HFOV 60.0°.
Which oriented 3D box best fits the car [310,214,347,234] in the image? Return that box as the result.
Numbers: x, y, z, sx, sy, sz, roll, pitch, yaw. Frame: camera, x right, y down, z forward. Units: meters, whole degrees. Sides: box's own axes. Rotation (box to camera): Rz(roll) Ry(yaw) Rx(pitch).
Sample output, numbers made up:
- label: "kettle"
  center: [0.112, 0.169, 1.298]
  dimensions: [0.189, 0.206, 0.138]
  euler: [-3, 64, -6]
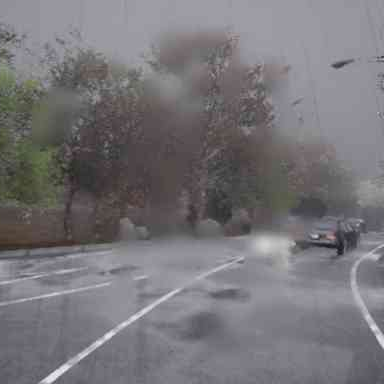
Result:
- label: "car"
  center: [12.341, 2.895, 29.819]
  dimensions: [1.882, 1.535, 5.008]
  euler: [1, -5, 36]

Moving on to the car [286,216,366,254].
- label: "car"
  center: [6.446, 1.968, 15.527]
  dimensions: [2.033, 1.411, 5.357]
  euler: [1, -2, 36]

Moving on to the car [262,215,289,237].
- label: "car"
  center: [6.141, 2.200, 21.421]
  dimensions: [1.994, 1.385, 4.181]
  euler: [1, -3, 37]
